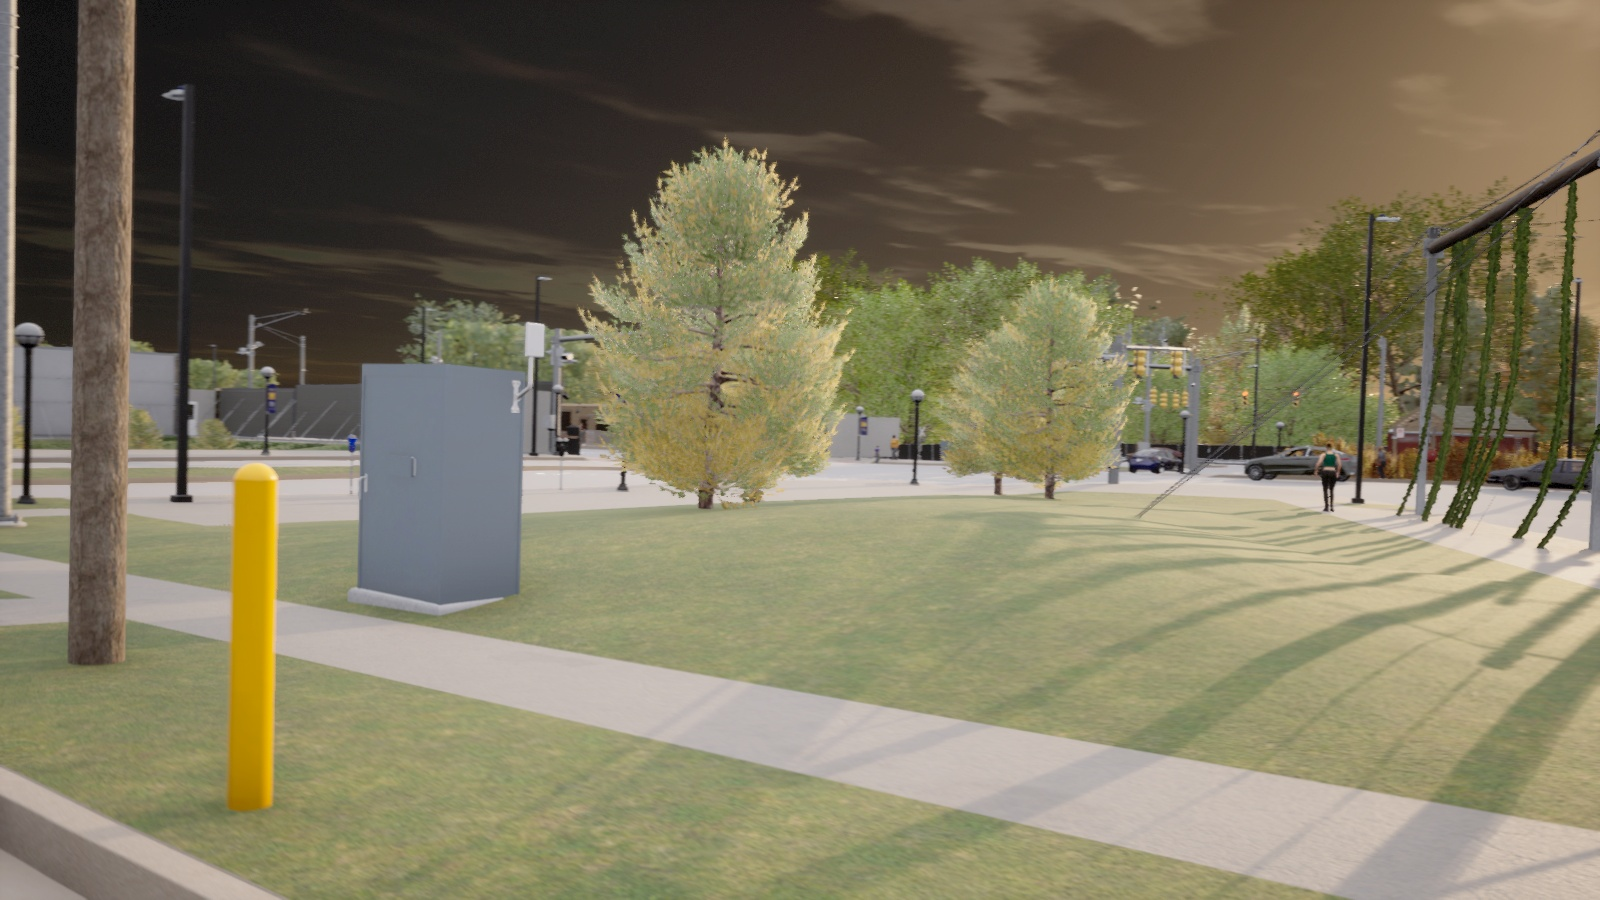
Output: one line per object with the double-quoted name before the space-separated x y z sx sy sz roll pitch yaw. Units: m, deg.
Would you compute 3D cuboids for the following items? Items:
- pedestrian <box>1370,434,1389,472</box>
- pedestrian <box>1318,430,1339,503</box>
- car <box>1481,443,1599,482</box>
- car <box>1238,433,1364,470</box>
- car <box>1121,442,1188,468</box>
"pedestrian" 28.810 0.126 62.450 0.694 1.848 0.540 3 3 44
"pedestrian" 13.609 0.412 32.330 0.345 1.836 0.594 1 2 13
"car" 31.411 0.492 51.937 5.357 1.411 2.033 2 3 39
"car" 23.289 0.066 58.444 5.027 1.651 2.152 0 1 39
"car" 21.447 0.307 75.882 2.163 1.488 4.792 1 0 40
